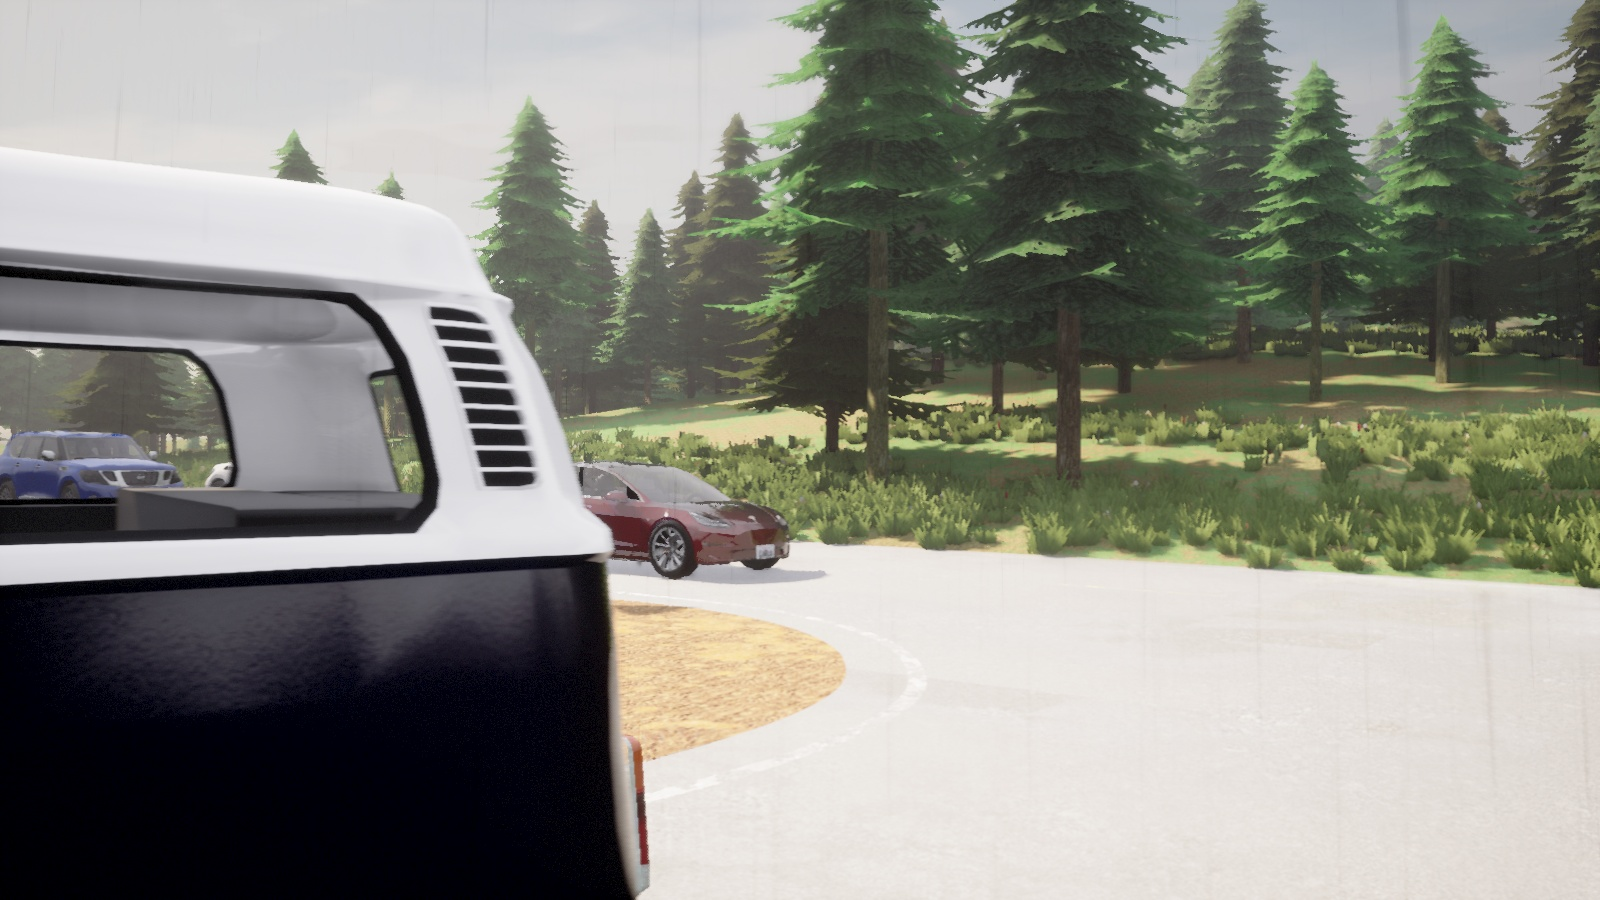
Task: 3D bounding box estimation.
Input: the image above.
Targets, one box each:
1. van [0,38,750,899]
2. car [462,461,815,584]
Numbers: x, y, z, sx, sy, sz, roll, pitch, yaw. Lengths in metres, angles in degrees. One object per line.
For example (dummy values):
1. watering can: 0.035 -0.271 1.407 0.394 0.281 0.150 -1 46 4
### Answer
1. van: -2.519 0.479 1.828 4.480 2.038 2.069 1 -1 -36
2. car: -2.358 0.904 17.661 4.792 1.488 2.163 0 0 38
